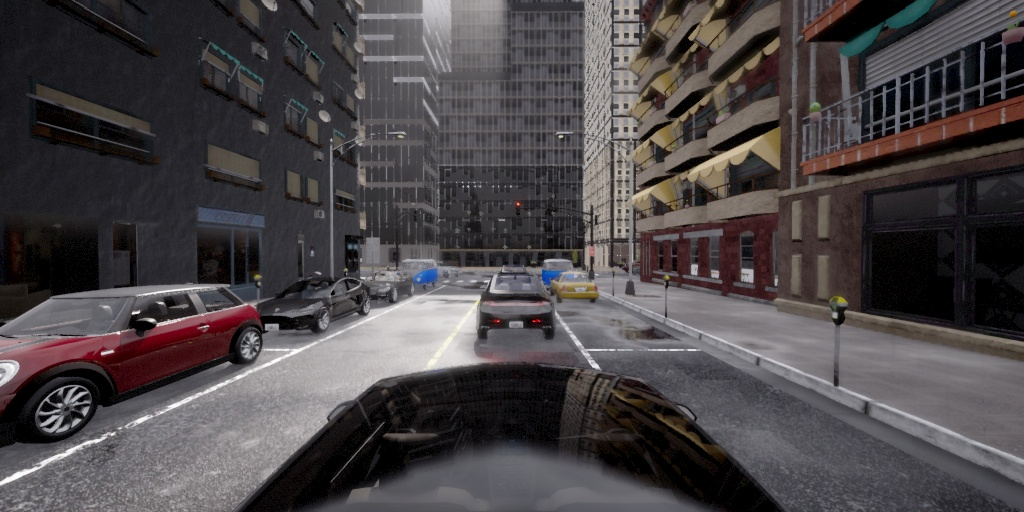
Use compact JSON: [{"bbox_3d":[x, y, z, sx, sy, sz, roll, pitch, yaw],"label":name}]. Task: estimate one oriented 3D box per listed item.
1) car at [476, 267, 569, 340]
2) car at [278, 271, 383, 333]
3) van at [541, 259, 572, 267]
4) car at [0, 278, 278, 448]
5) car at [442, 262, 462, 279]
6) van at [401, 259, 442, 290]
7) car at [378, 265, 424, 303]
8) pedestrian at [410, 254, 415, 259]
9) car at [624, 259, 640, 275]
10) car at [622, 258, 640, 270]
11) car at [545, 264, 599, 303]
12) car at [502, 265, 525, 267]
[{"bbox_3d":[0.095,1.240,10.010,2.128,1.511,4.902,0,0,0],"label":"car"},{"bbox_3d":[-5.680,1.314,10.672,1.948,1.339,4.313,0,0,0],"label":"car"},{"bbox_3d":[2.719,1.087,21.835,1.690,1.789,3.998,0,0,0],"label":"van"},{"bbox_3d":[-5.688,1.189,5.071,1.967,1.591,4.097,0,0,0],"label":"car"},{"bbox_3d":[-6.892,1.289,33.618,4.674,1.442,1.812,0,0,28],"label":"car"},{"bbox_3d":[-5.662,1.087,21.877,1.690,1.789,3.998,0,0,0],"label":"van"},{"bbox_3d":[-5.671,1.297,16.275,2.007,1.370,4.403,0,0,0],"label":"car"},{"bbox_3d":[-12.329,0.635,44.289,0.375,1.860,0.375,0,1,0],"label":"pedestrian"},{"bbox_3d":[14.730,1.370,38.558,4.181,1.385,1.994,0,1,0],"label":"car"},{"bbox_3d":[15.292,1.087,41.154,5.009,1.841,2.192,0,0,0],"label":"car"},{"bbox_3d":[2.710,1.272,16.403,1.751,1.417,4.829,0,0,0],"label":"car"},{"bbox_3d":[0.093,1.237,20.312,2.128,1.511,4.902,0,0,0],"label":"car"}]
